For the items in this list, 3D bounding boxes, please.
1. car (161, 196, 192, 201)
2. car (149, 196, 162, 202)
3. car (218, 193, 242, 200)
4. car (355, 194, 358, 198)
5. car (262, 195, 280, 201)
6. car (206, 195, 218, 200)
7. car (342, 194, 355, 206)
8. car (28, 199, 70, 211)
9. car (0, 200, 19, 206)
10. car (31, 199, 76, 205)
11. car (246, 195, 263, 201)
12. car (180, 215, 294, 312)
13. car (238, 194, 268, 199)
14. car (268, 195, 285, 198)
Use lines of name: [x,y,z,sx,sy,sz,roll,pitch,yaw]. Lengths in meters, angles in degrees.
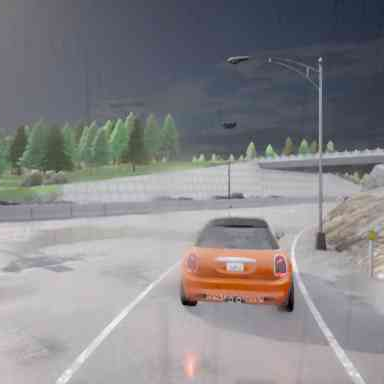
car: [-2.143,1.503,56.828,2.033,1.411,5.357,0,0,42]
car: [-5.442,1.461,58.393,1.837,1.490,4.892,0,0,42]
car: [8.493,1.170,68.462,2.150,2.045,5.566,0,0,42]
car: [37.403,1.167,74.333,2.097,1.767,4.553,0,0,42]
car: [19.108,1.468,80.194,2.033,1.411,5.357,0,0,42]
car: [4.952,1.445,69.762,1.837,1.490,4.892,0,0,42]
car: [30.434,1.420,66.629,1.882,1.535,5.008,0,0,42]
car: [-17.200,1.533,40.203,1.994,1.385,4.181,0,0,42]
car: [-23.076,1.571,38.926,1.895,1.301,4.718,0,0,42]
car: [-13.544,1.538,33.811,1.994,1.385,4.181,0,0,42]
car: [15.354,1.454,81.262,1.812,1.442,4.674,0,0,42]
car: [1.134,1.346,7.985,2.097,1.767,4.553,0,0,10]
car: [11.195,1.499,61.057,2.033,1.411,5.357,0,0,43]
car: [17.961,1.498,68.491,1.994,1.385,4.181,0,0,42]
